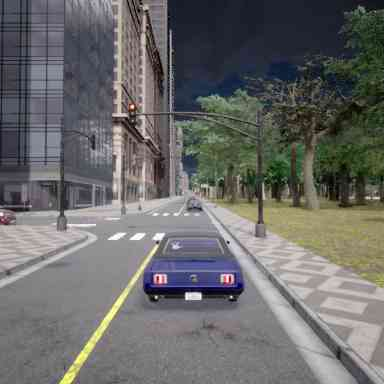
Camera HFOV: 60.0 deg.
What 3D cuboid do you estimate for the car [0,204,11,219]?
[{"bbox_3d":[-18.935,1.726,29.808,4.313,1.339,1.947,0,-1,0],"label":"car"}]

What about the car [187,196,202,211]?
[{"bbox_3d":[0.310,1.634,41.914,2.033,1.411,5.357,0,0,-2],"label":"car"}]

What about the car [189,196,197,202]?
[{"bbox_3d":[0.207,1.801,81.884,2.033,1.411,5.357,0,0,0],"label":"car"}]

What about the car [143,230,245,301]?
[{"bbox_3d":[0.023,1.607,8.262,1.895,1.301,4.718,0,0,0],"label":"car"}]

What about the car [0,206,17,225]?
[{"bbox_3d":[-13.491,1.371,21.284,4.097,1.590,1.967,0,-2,-1],"label":"car"}]
